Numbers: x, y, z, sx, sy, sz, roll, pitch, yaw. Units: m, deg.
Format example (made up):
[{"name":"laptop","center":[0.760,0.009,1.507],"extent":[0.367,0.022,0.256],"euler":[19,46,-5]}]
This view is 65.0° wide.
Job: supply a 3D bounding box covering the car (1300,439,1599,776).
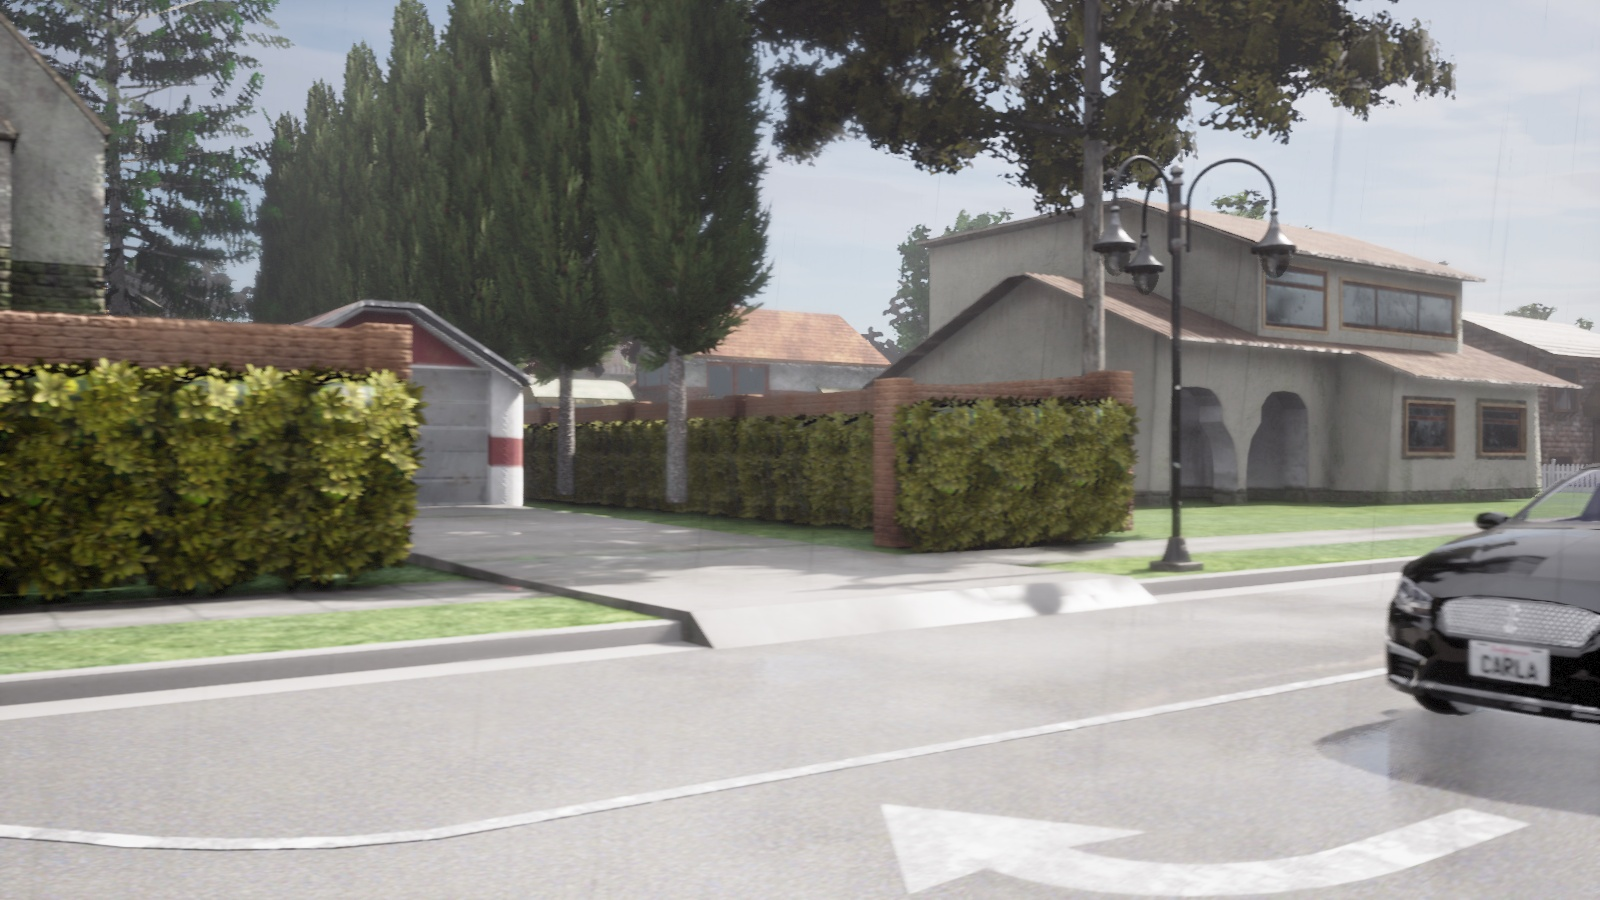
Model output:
[{"name":"car","center":[5.351,0.708,7.384],"extent":[4.902,1.511,2.128],"euler":[0,0,-35]}]
